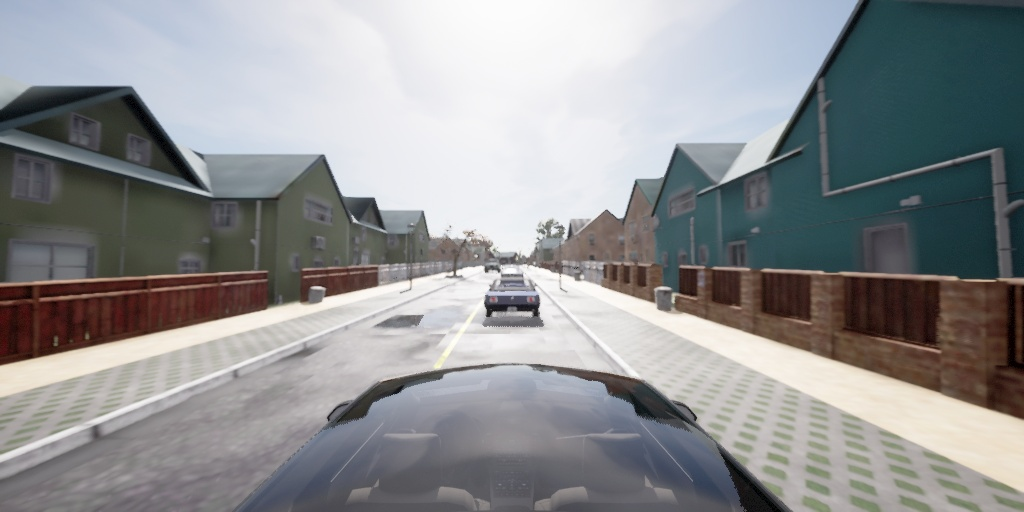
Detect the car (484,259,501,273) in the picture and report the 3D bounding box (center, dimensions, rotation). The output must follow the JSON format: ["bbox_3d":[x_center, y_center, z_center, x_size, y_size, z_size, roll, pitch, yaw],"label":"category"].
[{"bbox_3d":[-2.854,1.446,52.726,2.150,2.045,5.566,0,-1,0],"label":"car"}]

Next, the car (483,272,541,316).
[{"bbox_3d":[0.028,1.449,13.734,1.895,1.301,4.718,0,0,0],"label":"car"}]

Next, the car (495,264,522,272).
[{"bbox_3d":[0.009,1.516,27.224,2.033,1.411,5.357,0,-1,0],"label":"car"}]
